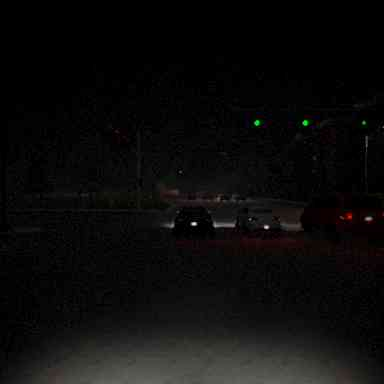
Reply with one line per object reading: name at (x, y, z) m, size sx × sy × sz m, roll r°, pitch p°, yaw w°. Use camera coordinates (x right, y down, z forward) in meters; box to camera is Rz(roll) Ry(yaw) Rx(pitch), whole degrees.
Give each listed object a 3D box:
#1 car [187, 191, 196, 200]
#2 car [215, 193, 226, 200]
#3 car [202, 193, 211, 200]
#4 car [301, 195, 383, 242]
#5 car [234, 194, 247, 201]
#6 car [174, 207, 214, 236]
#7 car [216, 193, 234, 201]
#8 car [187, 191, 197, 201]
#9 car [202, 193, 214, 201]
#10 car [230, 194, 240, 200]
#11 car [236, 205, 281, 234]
car at (-0.047, 0.796, 81.271) m, size 2.150 × 2.045 × 5.566 m, roll 0°, pitch 0°, yaw 0°
car at (6.953, 1.096, 81.247) m, size 2.128 × 1.511 × 4.902 m, roll 0°, pitch 0°, yaw 0°
car at (3.453, 1.049, 81.244) m, size 1.882 × 1.535 × 5.008 m, roll 0°, pitch 0°, yaw 0°
car at (7.097, 1.152, 16.045) m, size 2.150 × 2.045 × 5.566 m, roll 0°, pitch 0°, yaw 0°
car at (10.460, 1.287, 71.279) m, size 1.895 × 1.301 × 4.718 m, roll 0°, pitch 0°, yaw 0°
car at (0.095, 1.486, 17.885) m, size 1.994 × 1.385 × 4.181 m, roll 0°, pitch 0°, yaw 0°
car at (6.961, 1.219, 70.830) m, size 2.128 × 1.511 × 4.902 m, roll 0°, pitch 0°, yaw 0°
car at (-0.039, 1.172, 70.825) m, size 1.882 × 1.535 × 5.008 m, roll 0°, pitch 0°, yaw 0°
car at (3.460, 1.048, 71.213) m, size 2.097 × 1.767 × 4.553 m, roll 0°, pitch 0°, yaw 0°
car at (10.453, 1.166, 81.279) m, size 1.895 × 1.301 × 4.718 m, roll 0°, pitch 0°, yaw 0°
car at (3.582, 1.446, 18.341) m, size 1.812 × 1.442 × 4.674 m, roll 0°, pitch 0°, yaw 0°
